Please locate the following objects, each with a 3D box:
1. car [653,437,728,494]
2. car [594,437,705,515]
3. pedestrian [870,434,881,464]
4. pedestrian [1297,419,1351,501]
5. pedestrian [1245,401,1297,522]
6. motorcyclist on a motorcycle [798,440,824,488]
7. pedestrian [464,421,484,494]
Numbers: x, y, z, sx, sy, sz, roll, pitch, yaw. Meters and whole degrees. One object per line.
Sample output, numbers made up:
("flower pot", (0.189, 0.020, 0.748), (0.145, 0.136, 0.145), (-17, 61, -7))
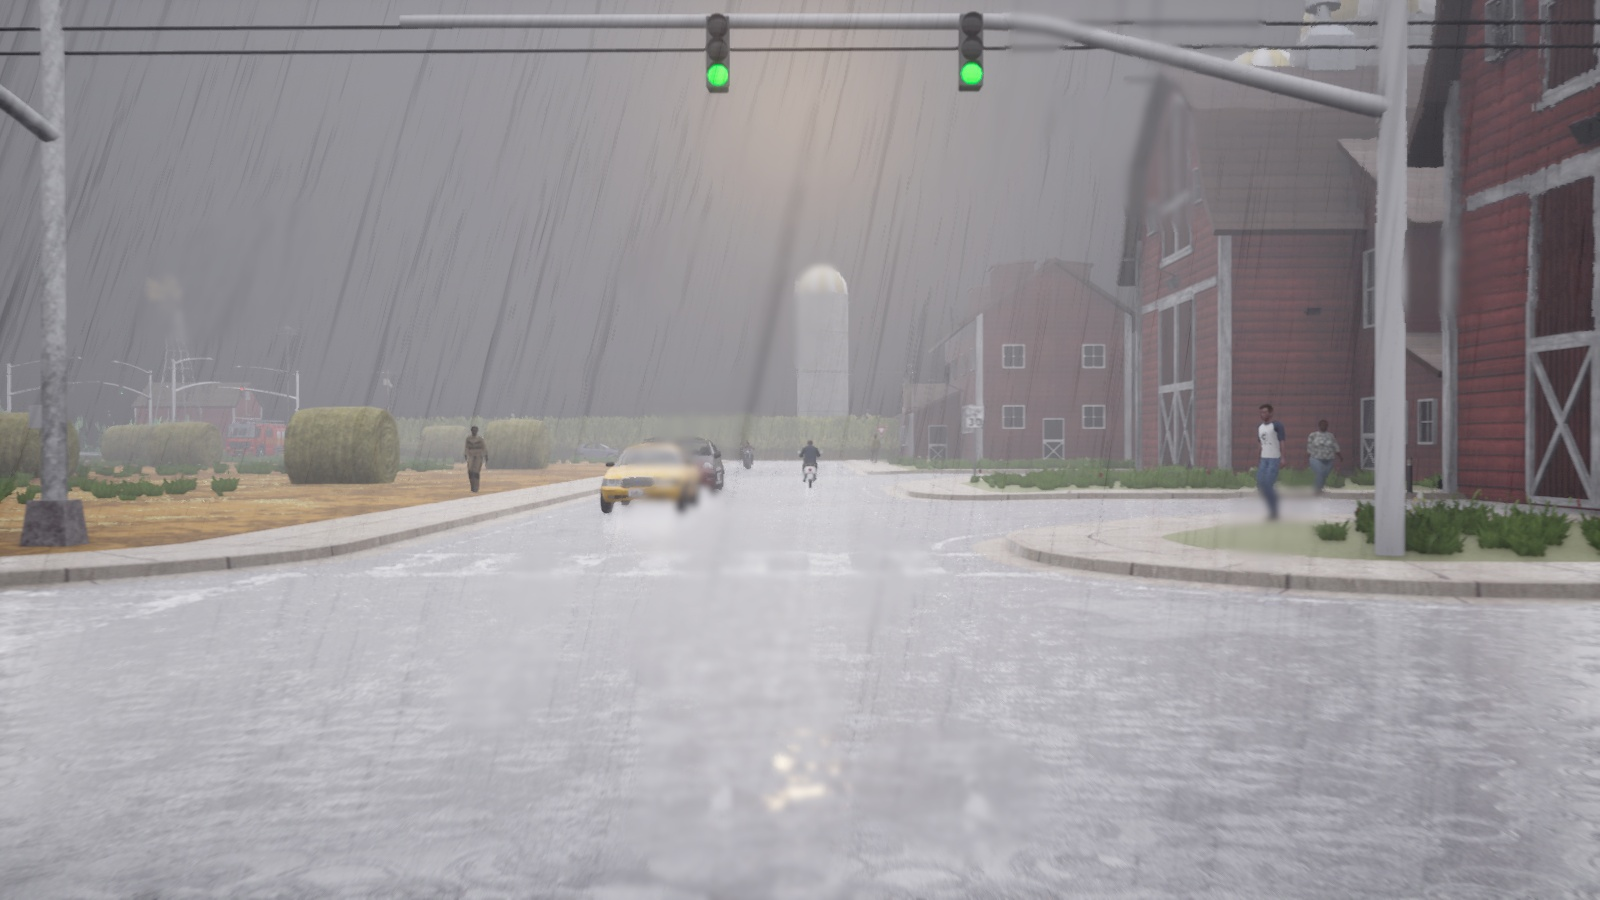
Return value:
("car", (-3.179, 0.422, 37.243), (1.851, 1.617, 3.988), (0, 0, 0))
("car", (-3.253, 0.513, 28.132), (1.801, 1.575, 5.366), (0, 0, 0))
("pedestrian", (4.615, -0.043, 76.596), (0.431, 1.840, 0.709), (0, 0, -17))
("pedestrian", (12.073, 0.224, 28.940), (0.874, 1.855, 0.900), (0, 0, 1))
("pedestrian", (7.303, 0.174, 19.467), (0.706, 1.836, 0.354), (0, 0, -24))
("motorcyclist on a motorcycle", (0.360, 0.451, 42.022), (0.866, 1.590, 1.817), (0, 0, 0))
("pedestrian", (-8.673, 0.197, 33.399), (0.396, 1.930, 0.692), (0, 0, -4))
